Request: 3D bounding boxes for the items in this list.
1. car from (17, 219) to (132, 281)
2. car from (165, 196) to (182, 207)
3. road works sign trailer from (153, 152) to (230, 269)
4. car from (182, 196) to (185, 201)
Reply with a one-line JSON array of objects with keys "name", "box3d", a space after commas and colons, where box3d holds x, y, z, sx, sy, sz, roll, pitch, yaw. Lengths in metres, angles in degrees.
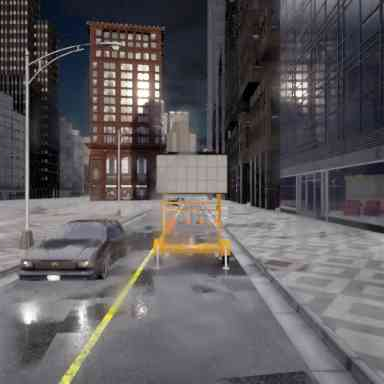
[{"name": "car", "box3d": [-3.106, 1.548, 10.131, 2.033, 1.411, 5.357, 0, 0, 0]}, {"name": "car", "box3d": [-3.119, 1.613, 52.219, 2.033, 1.411, 5.357, 0, 0, 0]}, {"name": "road works sign trailer", "box3d": [-0.004, 0.465, 11.091, 2.380, 3.560, 2.880, 0, 0, 0]}, {"name": "car", "box3d": [-3.040, 1.716, 89.679, 1.812, 1.442, 4.674, 0, 0, 0]}]
